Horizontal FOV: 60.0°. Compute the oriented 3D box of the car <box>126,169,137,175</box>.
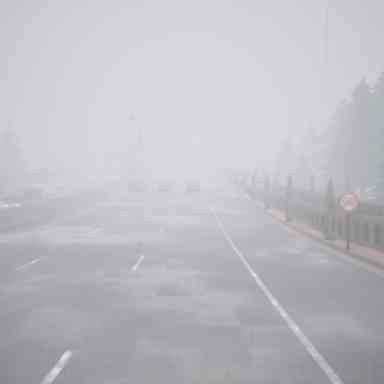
[{"bbox_3d":[-13.706,-4.573,75.689,1.994,1.385,4.181,0,7,0],"label":"car"}]

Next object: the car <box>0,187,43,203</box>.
[{"bbox_3d":[-17.435,0.208,34.629,2.033,1.411,5.357,0,6,1],"label":"car"}]

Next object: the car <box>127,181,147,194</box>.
[{"bbox_3d":[-6.875,-0.688,41.908,2.128,1.511,4.902,0,7,0],"label":"car"}]

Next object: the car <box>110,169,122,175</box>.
[{"bbox_3d":[-17.206,-4.569,75.707,1.994,1.385,4.181,0,7,0],"label":"car"}]

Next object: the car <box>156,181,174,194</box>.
[{"bbox_3d":[-3.377,-0.621,41.758,2.033,1.411,5.357,0,7,0],"label":"car"}]

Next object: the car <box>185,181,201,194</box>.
[{"bbox_3d":[0.123,-0.624,41.738,2.033,1.411,5.357,0,7,0],"label":"car"}]

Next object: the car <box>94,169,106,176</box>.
[{"bbox_3d":[-20.710,-4.487,74.930,1.837,1.490,4.892,0,7,0],"label":"car"}]
